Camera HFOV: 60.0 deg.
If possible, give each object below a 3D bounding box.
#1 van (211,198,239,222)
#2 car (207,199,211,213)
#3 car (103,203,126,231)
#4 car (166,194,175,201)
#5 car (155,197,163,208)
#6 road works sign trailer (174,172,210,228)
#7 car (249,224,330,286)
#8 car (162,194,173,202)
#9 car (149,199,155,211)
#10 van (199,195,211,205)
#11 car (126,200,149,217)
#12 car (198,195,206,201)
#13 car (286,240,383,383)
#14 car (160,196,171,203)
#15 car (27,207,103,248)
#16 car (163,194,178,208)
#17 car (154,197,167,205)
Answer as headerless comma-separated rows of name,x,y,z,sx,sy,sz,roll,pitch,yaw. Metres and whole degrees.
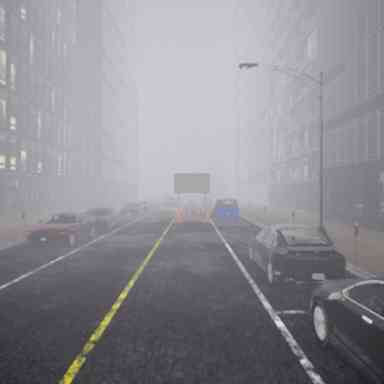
van,2.682,1.375,26.365,1.690,1.788,3.998,0,0,0
car,2.682,1.623,32.061,1.802,1.307,4.206,0,0,0
car,-5.697,1.594,20.667,1.947,1.339,4.313,0,0,0
car,-5.707,1.388,89.031,2.192,1.841,5.009,0,0,0
car,-5.701,1.640,49.152,1.802,1.307,4.206,0,0,0
road works sign trailer,-0.003,0.494,22.251,2.380,3.560,2.880,0,0,0
car,2.685,1.564,9.274,2.008,1.369,4.403,0,0,0
car,-5.706,1.387,77.636,2.192,1.841,5.009,0,0,0
car,-5.699,1.592,37.758,1.887,1.381,4.507,0,0,0
van,2.677,1.407,60.547,1.690,1.788,3.998,0,0,0
car,-5.699,1.606,32.060,1.947,1.339,4.313,0,0,0
car,2.674,1.624,89.031,2.008,1.369,4.403,0,0,0
car,2.686,1.556,3.577,2.008,1.369,4.403,0,0,0
car,-5.704,1.636,71.940,1.947,1.339,4.313,0,0,0
car,-5.696,1.566,14.970,1.887,1.381,4.507,0,0,0
car,-3.089,1.536,49.955,1.882,1.535,5.008,0,0,0
car,-5.703,1.648,60.546,1.802,1.307,4.206,0,0,0
